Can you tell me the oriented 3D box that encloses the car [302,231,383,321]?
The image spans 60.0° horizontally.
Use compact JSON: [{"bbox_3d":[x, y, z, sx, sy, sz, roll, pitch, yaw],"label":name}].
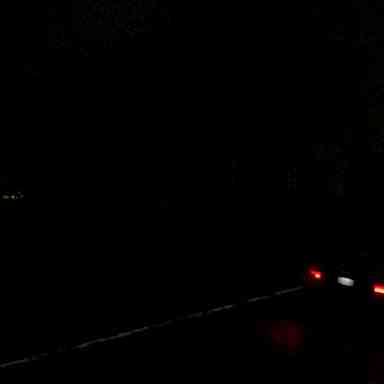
[{"bbox_3d":[4.621,1.549,7.024,5.357,1.411,2.033,0,0,-35],"label":"car"}]
